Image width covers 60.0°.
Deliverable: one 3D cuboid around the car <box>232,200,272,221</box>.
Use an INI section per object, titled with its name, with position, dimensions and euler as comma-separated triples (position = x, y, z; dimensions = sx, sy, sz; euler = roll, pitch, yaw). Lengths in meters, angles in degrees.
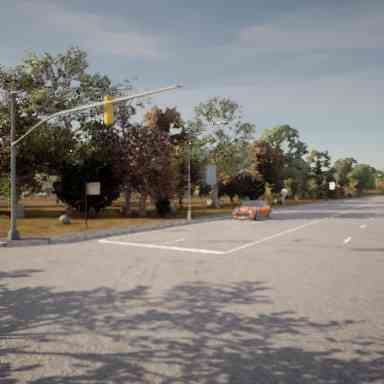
[car]
position = 5.252, 1.500, 28.866
dimensions = 2.097, 1.767, 4.553
euler = -1, -1, 32
